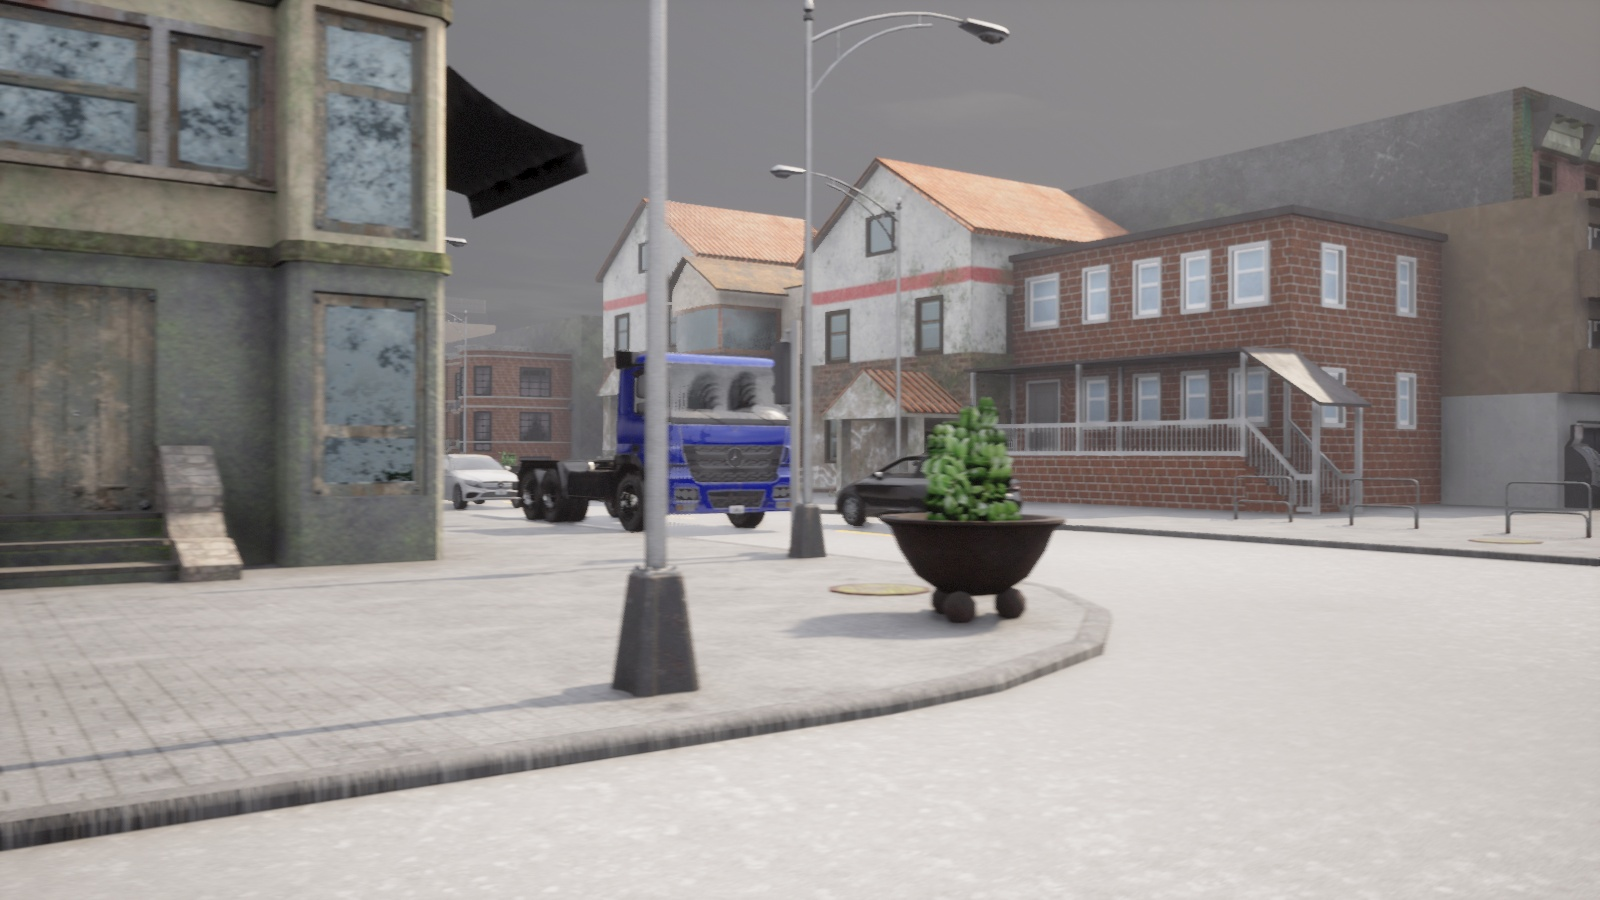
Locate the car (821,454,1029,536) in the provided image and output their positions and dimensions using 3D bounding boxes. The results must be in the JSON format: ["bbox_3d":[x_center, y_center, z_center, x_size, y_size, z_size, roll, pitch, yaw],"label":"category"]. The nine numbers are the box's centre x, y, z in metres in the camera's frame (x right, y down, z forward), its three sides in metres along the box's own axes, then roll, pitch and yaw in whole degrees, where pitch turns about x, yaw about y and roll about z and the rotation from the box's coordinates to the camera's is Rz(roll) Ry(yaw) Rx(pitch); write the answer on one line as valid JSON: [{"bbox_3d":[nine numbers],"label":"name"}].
[{"bbox_3d":[2.374,0.814,24.887,1.816,1.474,4.193,0,0,-35],"label":"car"}]

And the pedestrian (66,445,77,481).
[{"bbox_3d":[-39.163,0.701,67.505,0.396,1.930,0.692,0,0,-36],"label":"pedestrian"}]

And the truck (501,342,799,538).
[{"bbox_3d":[-3.425,-0.166,26.226,2.891,3.462,7.936,0,0,-34],"label":"truck"}]

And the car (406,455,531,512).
[{"bbox_3d":[-9.154,0.874,34.431,1.812,1.442,4.674,0,0,-35],"label":"car"}]
